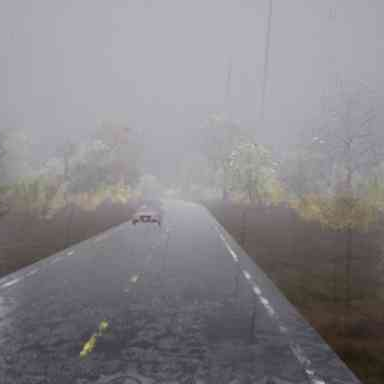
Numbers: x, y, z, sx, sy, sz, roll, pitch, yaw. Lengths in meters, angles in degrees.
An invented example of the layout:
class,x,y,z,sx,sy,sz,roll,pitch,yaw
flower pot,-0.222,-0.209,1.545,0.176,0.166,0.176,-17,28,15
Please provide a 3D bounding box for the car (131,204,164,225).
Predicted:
class,x,y,z,sx,sy,sz,roll,pitch,yaw
car,-3.092,1.599,24.078,1.994,1.385,4.181,0,0,0
